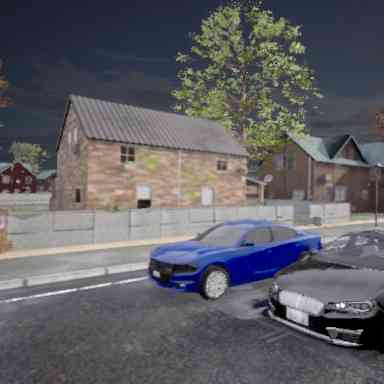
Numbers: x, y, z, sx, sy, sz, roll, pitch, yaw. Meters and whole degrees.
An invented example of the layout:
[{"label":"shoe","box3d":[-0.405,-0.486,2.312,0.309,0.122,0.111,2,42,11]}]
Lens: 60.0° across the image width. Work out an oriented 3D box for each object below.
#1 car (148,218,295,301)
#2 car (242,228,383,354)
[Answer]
[{"label":"car","box3d":[1.287,1.482,8.549,5.008,1.535,1.882,0,0,-35]},{"label":"car","box3d":[3.495,1.498,6.128,4.902,1.511,2.128,0,0,-35]}]
